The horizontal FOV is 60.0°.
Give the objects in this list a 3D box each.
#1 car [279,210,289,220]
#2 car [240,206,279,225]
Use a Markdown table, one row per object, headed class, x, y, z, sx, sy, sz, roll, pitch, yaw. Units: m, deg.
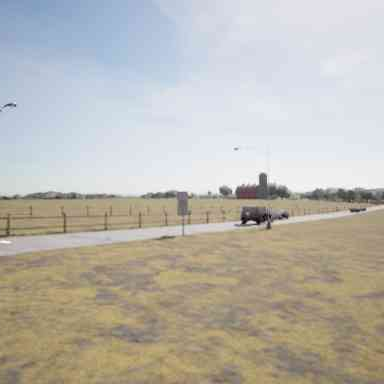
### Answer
| class | x | y | z | sx | sy | sz | roll | pitch | yaw |
| --- | --- | --- | --- | --- | --- | --- | --- | --- | --- |
| car | 13.239 | 3.430 | 50.547 | 2.128 | 1.511 | 4.902 | -1 | -3 | 35 |
| car | 7.479 | 2.615 | 37.635 | 2.150 | 2.045 | 5.566 | -1 | -3 | 35 |
